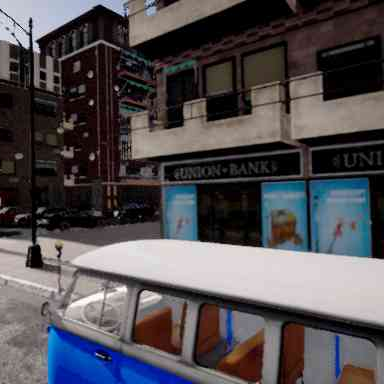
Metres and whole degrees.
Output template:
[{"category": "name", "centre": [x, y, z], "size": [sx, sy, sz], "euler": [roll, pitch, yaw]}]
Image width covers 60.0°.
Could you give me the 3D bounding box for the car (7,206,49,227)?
[{"category": "car", "centre": [-11.405, 1.896, 26.232], "size": [1.837, 1.490, 4.892], "euler": [-2, -2, 36]}]

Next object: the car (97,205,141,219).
[{"category": "car", "centre": [-7.734, 2.085, 35.657], "size": [1.947, 1.339, 4.313], "euler": [-2, -2, 36]}]

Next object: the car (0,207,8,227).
[{"category": "car", "centre": [-14.383, 1.897, 26.551], "size": [1.967, 1.590, 4.097], "euler": [-2, -2, 36]}]

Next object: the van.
[{"category": "van", "centre": [0.545, 1.351, 2.466], "size": [3.998, 1.788, 1.690], "euler": [-1, -1, 35]}]

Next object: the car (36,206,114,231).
[{"category": "car", "centre": [-7.615, 1.782, 21.607], "size": [1.947, 1.339, 4.313], "euler": [-2, -2, 36]}]

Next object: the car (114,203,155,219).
[{"category": "car", "centre": [-5.856, 1.934, 33.830], "size": [2.128, 1.511, 4.902], "euler": [-2, -2, 36]}]
